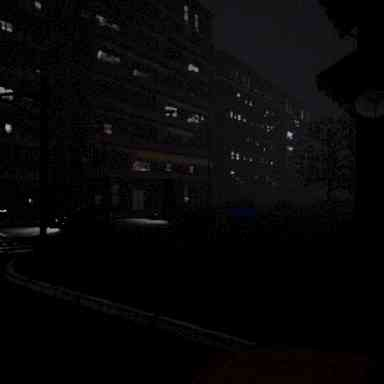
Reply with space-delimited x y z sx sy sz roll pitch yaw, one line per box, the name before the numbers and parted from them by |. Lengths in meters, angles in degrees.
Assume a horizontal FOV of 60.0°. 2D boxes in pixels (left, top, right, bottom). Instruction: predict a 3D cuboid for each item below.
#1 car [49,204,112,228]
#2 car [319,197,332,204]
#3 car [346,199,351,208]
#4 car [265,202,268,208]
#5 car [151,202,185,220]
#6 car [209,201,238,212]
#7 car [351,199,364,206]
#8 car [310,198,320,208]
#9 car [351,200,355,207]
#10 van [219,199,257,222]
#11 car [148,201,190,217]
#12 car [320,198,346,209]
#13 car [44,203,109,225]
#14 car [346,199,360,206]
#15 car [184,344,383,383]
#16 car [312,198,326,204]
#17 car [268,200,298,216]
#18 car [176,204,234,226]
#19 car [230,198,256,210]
car | -7.657 1.691 23.309 1.994 1.385 4.181 1 0 36
car | 33.671 2.117 83.940 1.967 1.590 4.097 1 0 36
car | 27.316 2.216 61.134 1.802 1.307 4.206 1 0 36
car | 14.016 1.998 57.182 1.802 1.307 4.206 1 0 36
car | -1.824 1.735 31.234 1.812 1.442 4.674 1 0 36
car | 4.190 1.863 43.804 1.802 1.307 4.206 1 0 36
car | 37.143 2.315 74.514 2.008 1.369 4.403 1 0 36
car | 22.506 2.158 58.959 1.895 1.301 4.718 1 0 36
car | 30.593 2.118 65.594 1.967 1.590 4.097 1 0 36
van | 4.390 1.662 29.917 1.690 1.788 3.998 1 0 36
car | -2.361 1.735 34.884 1.887 1.381 4.507 1 0 36
car | 24.043 1.905 56.676 2.192 1.841 5.009 1 0 36
car | -8.912 1.650 25.965 2.008 1.369 4.403 1 0 36
car | 33.868 2.266 70.053 1.887 1.381 4.507 1 0 36
car | 1.941 1.525 1.635 4.829 1.417 1.752 0 1 36
car | 30.394 2.200 79.480 1.947 1.339 4.313 1 0 36
car | 10.940 1.851 38.837 1.967 1.590 4.097 1 0 36
car | 1.112 1.841 25.457 1.947 1.339 4.313 1 0 36
car | 7.466 1.766 48.263 1.967 1.590 4.097 1 0 36
